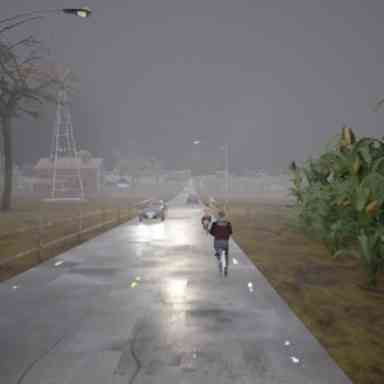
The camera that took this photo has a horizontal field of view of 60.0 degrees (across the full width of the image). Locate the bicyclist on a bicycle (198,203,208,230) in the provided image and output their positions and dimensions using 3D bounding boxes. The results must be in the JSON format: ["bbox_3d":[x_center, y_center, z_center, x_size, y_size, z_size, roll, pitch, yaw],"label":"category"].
[{"bbox_3d":[0.757,1.367,17.445,0.866,1.612,1.509,0,0,0],"label":"bicyclist on a bicycle"}]

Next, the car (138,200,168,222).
[{"bbox_3d":[-2.858,1.384,25.313,2.128,1.511,4.902,0,0,0],"label":"car"}]

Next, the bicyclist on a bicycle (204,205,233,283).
[{"bbox_3d":[0.752,1.337,8.640,0.659,1.776,1.843,0,0,0],"label":"bicyclist on a bicycle"}]

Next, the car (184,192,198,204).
[{"bbox_3d":[0.078,1.176,56.262,2.128,1.511,4.902,0,0,0],"label":"car"}]
